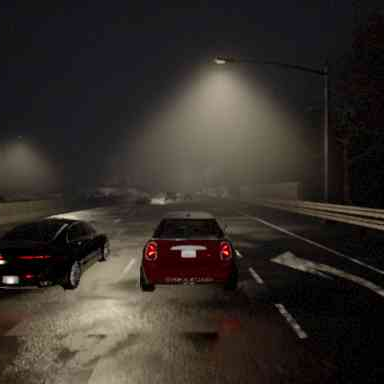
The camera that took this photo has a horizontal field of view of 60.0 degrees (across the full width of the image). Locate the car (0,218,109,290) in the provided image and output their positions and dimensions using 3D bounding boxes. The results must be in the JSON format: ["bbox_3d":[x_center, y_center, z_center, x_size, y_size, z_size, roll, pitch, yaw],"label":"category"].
[{"bbox_3d":[-3.590,1.467,8.960,1.837,1.490,4.892,0,0,-1],"label":"car"}]

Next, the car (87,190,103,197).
[{"bbox_3d":[-21.902,0.509,77.000,2.150,2.045,5.566,0,0,-1],"label":"car"}]

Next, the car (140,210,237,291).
[{"bbox_3d":[-0.095,1.299,9.077,2.097,1.767,4.553,0,0,-1],"label":"car"}]

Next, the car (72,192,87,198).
[{"bbox_3d":[-25.401,0.774,76.990,1.882,1.535,5.008,0,0,-1],"label":"car"}]

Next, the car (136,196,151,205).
[{"bbox_3d":[-7.603,1.292,52.010,1.994,1.385,4.181,0,0,-1],"label":"car"}]

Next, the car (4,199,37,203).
[{"bbox_3d":[-17.982,1.418,36.194,1.994,1.385,4.181,0,0,0],"label":"car"}]

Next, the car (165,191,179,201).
[{"bbox_3d":[-4.299,0.845,68.515,2.150,2.045,5.566,0,0,-1],"label":"car"}]

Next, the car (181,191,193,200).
[{"bbox_3d":[-0.870,1.076,74.592,1.837,1.490,4.892,0,0,-1],"label":"car"}]

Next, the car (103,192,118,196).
[{"bbox_3d":[-18.401,0.750,77.073,1.882,1.535,5.008,0,0,-1],"label":"car"}]

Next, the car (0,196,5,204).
[{"bbox_3d":[-21.475,1.222,35.305,2.097,1.767,4.553,0,0,0],"label":"car"}]
